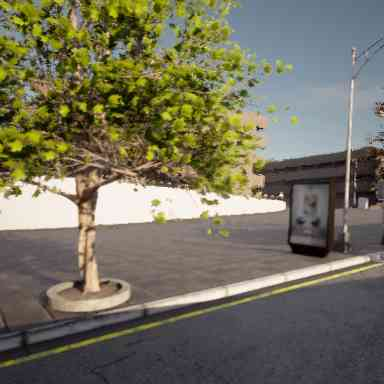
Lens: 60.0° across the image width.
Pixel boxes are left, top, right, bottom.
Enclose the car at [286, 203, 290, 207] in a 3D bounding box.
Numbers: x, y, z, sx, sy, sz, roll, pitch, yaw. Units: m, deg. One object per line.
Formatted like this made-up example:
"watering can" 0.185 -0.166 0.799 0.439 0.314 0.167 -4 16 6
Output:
"car" 18.741 2.851 68.757 1.882 1.535 5.008 6 -5 -25
